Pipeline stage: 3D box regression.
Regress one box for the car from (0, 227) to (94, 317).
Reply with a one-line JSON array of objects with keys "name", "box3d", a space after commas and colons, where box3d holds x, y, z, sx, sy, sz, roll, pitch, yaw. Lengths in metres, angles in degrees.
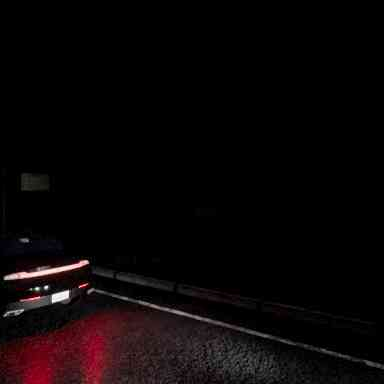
[{"name": "car", "box3d": [-4.082, 1.492, 6.887, 4.902, 1.511, 2.128, 0, 0, 37]}]
